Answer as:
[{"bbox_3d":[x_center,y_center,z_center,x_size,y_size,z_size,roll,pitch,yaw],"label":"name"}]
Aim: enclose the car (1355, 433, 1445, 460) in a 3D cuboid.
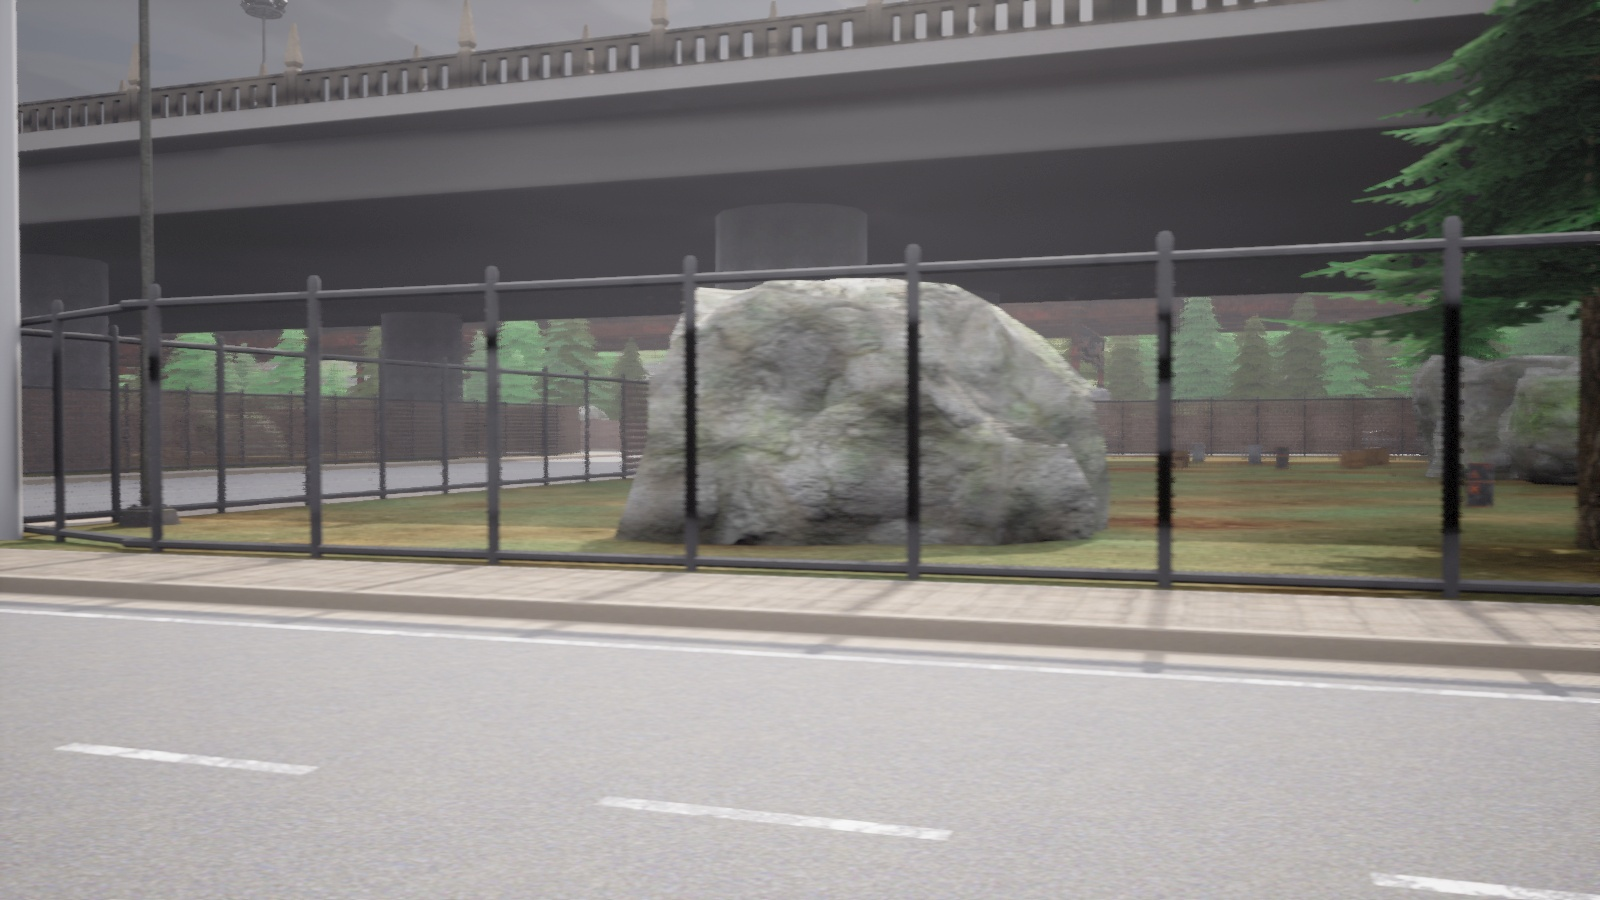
[{"bbox_3d":[34.675,-0.205,72.701,4.514,1.525,2.007,1,1,19],"label":"car"}]
